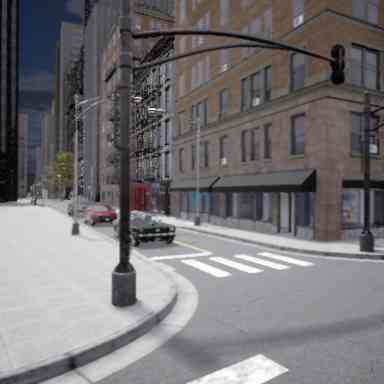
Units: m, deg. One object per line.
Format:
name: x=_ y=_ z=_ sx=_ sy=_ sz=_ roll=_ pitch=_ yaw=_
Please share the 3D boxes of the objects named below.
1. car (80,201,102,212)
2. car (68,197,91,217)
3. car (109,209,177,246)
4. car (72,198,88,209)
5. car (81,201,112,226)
car: x=-14.085 y=1.951 z=46.086 sx=2.033 sy=1.411 sz=5.357 roll=0 pitch=-1 yaw=-27
car: x=-11.769 y=1.524 z=35.315 sx=2.150 sy=2.045 sz=5.566 roll=0 pitch=-1 yaw=-27
car: x=-2.452 y=1.754 z=16.392 sx=1.895 sy=1.301 sz=4.718 roll=0 pitch=-1 yaw=-26
car: x=-18.719 y=1.841 z=55.487 sx=2.097 sy=1.767 sz=4.553 roll=0 pitch=-1 yaw=-25
car: x=-7.087 y=1.703 z=25.788 sx=1.882 sy=1.535 sz=5.008 roll=0 pitch=-1 yaw=-26
